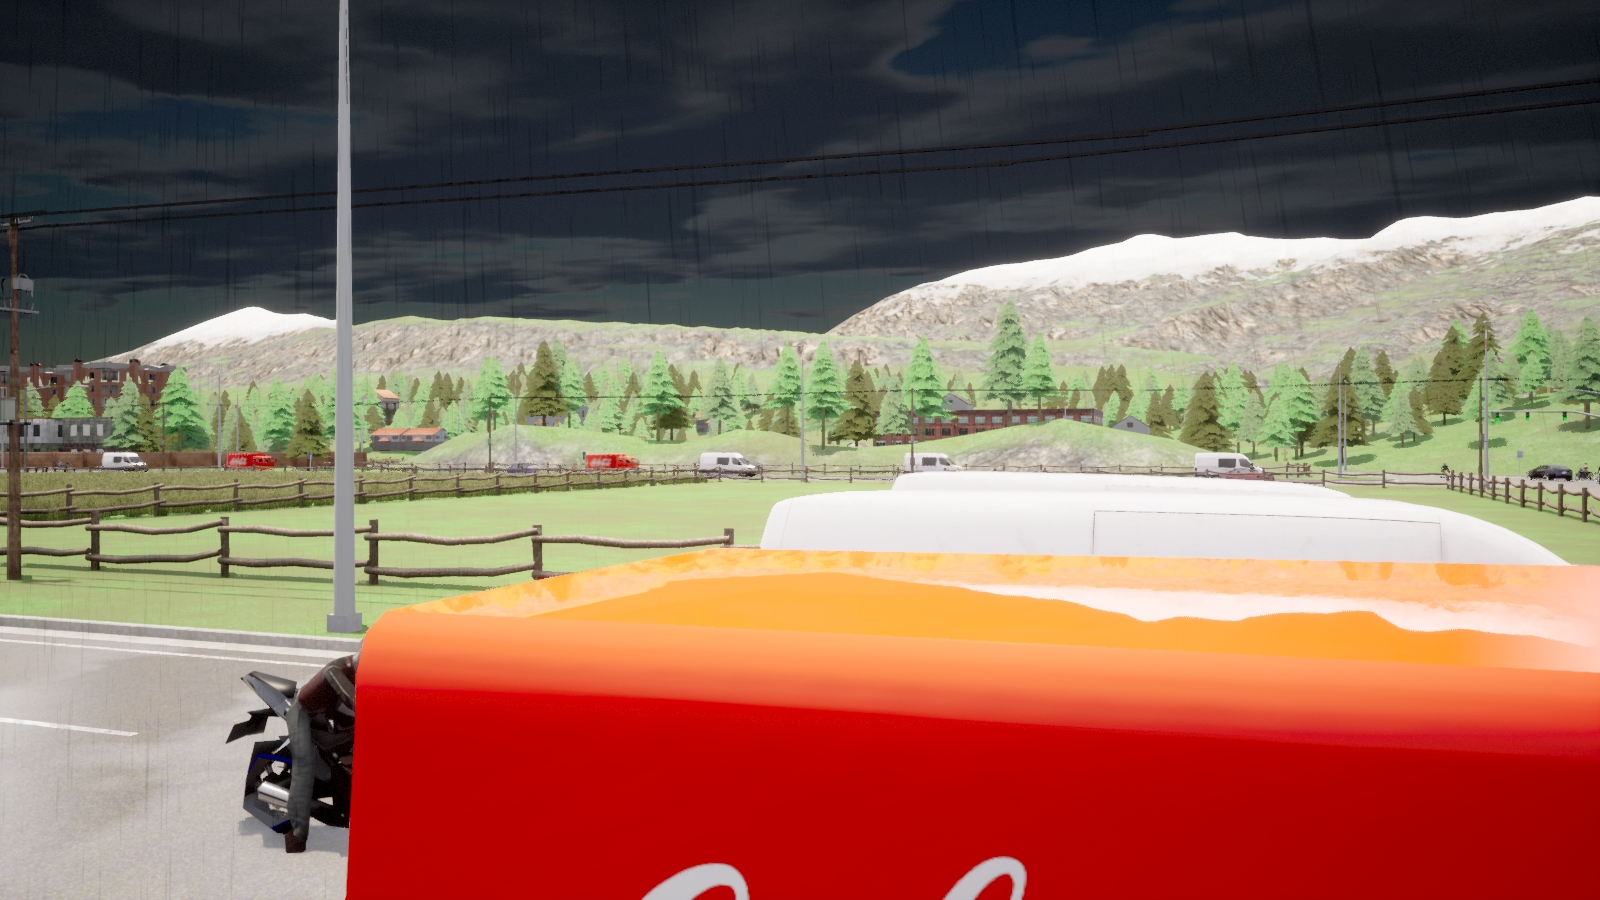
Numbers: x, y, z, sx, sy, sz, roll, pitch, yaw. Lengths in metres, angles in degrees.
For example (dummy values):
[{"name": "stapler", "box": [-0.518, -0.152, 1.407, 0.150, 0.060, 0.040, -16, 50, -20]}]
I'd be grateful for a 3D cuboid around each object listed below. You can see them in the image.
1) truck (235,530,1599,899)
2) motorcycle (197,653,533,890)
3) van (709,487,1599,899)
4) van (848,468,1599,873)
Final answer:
[{"name": "truck", "box": [1.690, 1.570, 2.754, 5.204, 2.467, 2.627, 0, 0, 21]}, {"name": "motorcycle", "box": [-3.100, 2.209, 8.150, 2.209, 1.251, 0.867, 0, 0, 20]}, {"name": "van", "box": [2.633, 1.535, 6.060, 5.915, 2.561, 1.988, 0, 0, 20]}, {"name": "van", "box": [3.544, 1.528, 9.453, 5.915, 2.561, 1.988, 1, 0, 20]}]
